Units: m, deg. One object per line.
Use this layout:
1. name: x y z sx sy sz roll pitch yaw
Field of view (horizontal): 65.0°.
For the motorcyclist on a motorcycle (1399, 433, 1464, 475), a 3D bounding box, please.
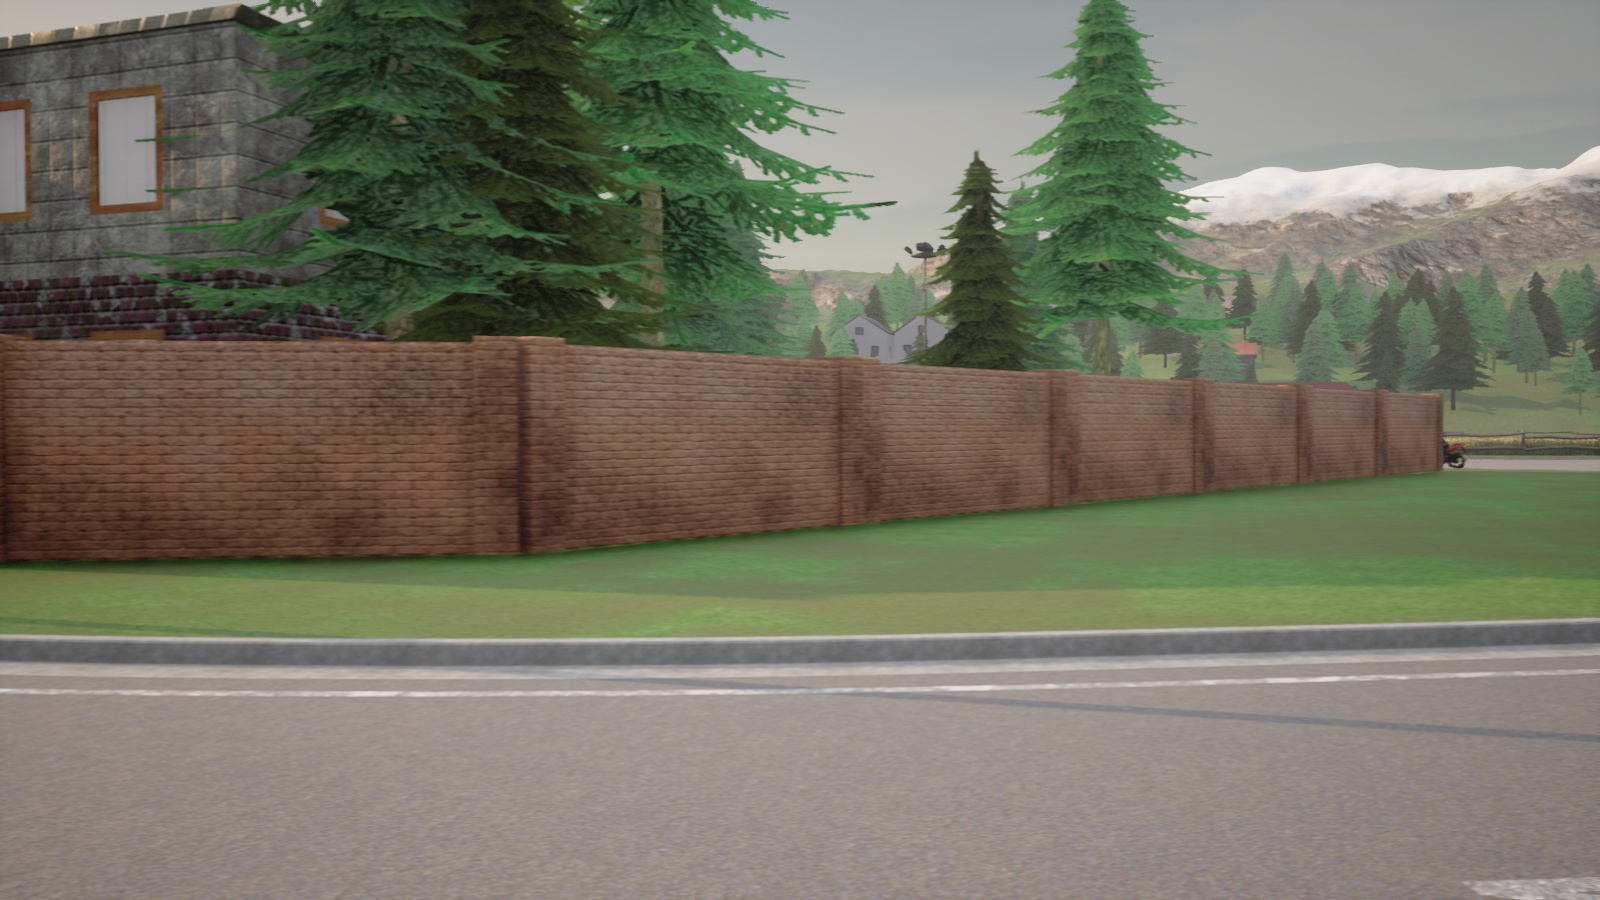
1. motorcyclist on a motorcycle: 23.431 0.150 46.649 2.044 1.523 0.797 1 1 19
